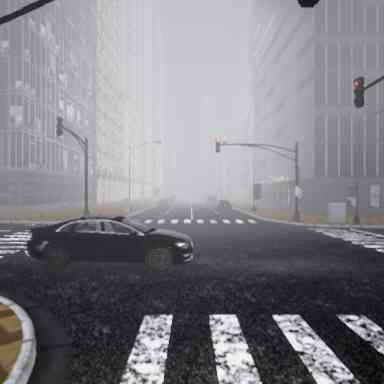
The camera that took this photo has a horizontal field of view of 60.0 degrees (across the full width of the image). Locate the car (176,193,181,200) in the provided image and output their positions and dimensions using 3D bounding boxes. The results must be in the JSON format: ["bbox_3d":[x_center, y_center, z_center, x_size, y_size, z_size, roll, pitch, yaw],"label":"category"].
[{"bbox_3d":[-4.117,1.474,75.207,1.967,1.590,4.097,0,0,0],"label":"car"}]

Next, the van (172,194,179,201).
[{"bbox_3d":[-4.160,1.370,86.262,1.690,1.788,3.998,0,0,0],"label":"van"}]

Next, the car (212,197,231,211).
[{"bbox_3d":[3.941,1.606,42.073,1.947,1.339,4.313,0,0,0],"label":"car"}]

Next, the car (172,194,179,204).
[{"bbox_3d":[-4.074,1.605,64.152,1.947,1.339,4.313,0,0,0],"label":"car"}]

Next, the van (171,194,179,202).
[{"bbox_3d":[-4.138,1.372,80.735,1.690,1.788,3.998,0,0,0],"label":"van"}]

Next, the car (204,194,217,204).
[{"bbox_3d":[3.806,1.354,64.182,2.192,1.841,5.009,0,0,0],"label":"car"}]

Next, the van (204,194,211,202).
[{"bbox_3d":[3.742,1.372,80.765,1.690,1.788,3.998,0,0,0],"label":"van"}]

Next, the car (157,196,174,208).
[{"bbox_3d":[-4.010,1.623,47.569,1.802,1.307,4.206,0,0,0],"label":"car"}]

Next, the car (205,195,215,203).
[{"bbox_3d":[3.785,1.476,69.710,1.967,1.590,4.097,0,0,0],"label":"car"}]

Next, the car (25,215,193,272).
[{"bbox_3d":[-2.421,1.482,10.212,4.902,1.511,2.128,1,0,-3],"label":"car"}]
